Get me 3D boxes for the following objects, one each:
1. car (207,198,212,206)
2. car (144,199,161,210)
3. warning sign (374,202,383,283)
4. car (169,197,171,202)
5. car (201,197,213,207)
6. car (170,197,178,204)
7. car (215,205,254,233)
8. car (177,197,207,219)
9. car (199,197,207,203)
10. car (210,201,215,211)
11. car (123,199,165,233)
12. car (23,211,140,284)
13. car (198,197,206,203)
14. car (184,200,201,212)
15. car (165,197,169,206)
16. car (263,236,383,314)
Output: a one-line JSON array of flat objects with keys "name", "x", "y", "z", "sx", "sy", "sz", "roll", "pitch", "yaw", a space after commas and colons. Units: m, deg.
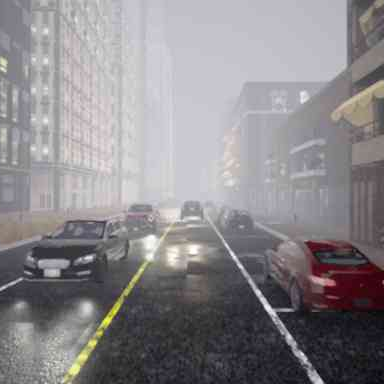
[{"name": "car", "x": 2.712, "y": 1.875, "z": 54.214, "sx": 1.802, "sy": 1.307, "sz": 4.206, "roll": 0, "pitch": 0, "yaw": 0}, {"name": "car", "x": -5.670, "y": 1.811, "z": 48.568, "sx": 2.008, "sy": 1.369, "sz": 4.403, "roll": 0, "pitch": 0, "yaw": 0}, {"name": "warning sign", "x": 5.069, "y": 1.156, "z": 7.522, "sx": 1.300, "sy": 1.860, "sz": 1.060, "roll": 0, "pitch": 0, "yaw": 0}, {"name": "car", "x": -5.657, "y": 2.058, "z": 88.107, "sx": 1.947, "sy": 1.339, "sz": 4.313, "roll": 0, "pitch": 0, "yaw": 0}, {"name": "car", "x": 2.714, "y": 1.766, "z": 59.863, "sx": 1.967, "sy": 1.590, "sz": 4.097, "roll": 0, "pitch": 0, "yaw": 0}, {"name": "car", "x": -2.974, "y": 1.890, "z": 71.283, "sx": 2.033, "sy": 1.411, "sz": 5.357, "roll": 0, "pitch": 0, "yaw": 0}, {"name": "car", "x": 2.699, "y": 1.658, "z": 20.323, "sx": 2.008, "sy": 1.369, "sz": 4.403, "roll": 0, "pitch": 0, "yaw": 0}, {"name": "car", "x": 0.018, "y": 1.513, "z": 30.552, "sx": 2.097, "sy": 1.767, "sz": 4.553, "roll": 0, "pitch": 0, "yaw": 0}, {"name": "car", "x": 2.722, "y": 1.985, "z": 82.626, "sx": 1.752, "sy": 1.417, "sz": 4.829, "roll": 0, "pitch": 0, "yaw": 0}, {"name": "car", "x": 2.702, "y": 1.688, "z": 25.971, "sx": 2.008, "sy": 1.369, "sz": 4.403, "roll": 0, "pitch": 0, "yaw": 0}, {"name": "car", "x": -3.080, "y": 1.459, "z": 20.493, "sx": 2.097, "sy": 1.767, "sz": 4.553, "roll": 0, "pitch": 0, "yaw": 0}, {"name": "car", "x": -3.091, "y": 1.543, "z": 9.828, "sx": 2.128, "sy": 1.511, "sz": 4.902, "roll": 0, "pitch": 0, "yaw": 0}, {"name": "car", "x": 2.725, "y": 2.059, "z": 88.105, "sx": 1.947, "sy": 1.339, "sz": 4.313, "roll": 0, "pitch": 0, "yaw": 0}, {"name": "car", "x": 0.044, "y": 1.776, "z": 42.858, "sx": 2.033, "sy": 1.411, "sz": 5.357, "roll": 0, "pitch": 0, "yaw": 1}, {"name": "car", "x": -5.666, "y": 1.869, "z": 59.866, "sx": 1.887, "sy": 1.381, "sz": 4.507, "roll": 0, "pitch": 0, "yaw": 0}, {"name": "car", "x": 2.745, "y": 1.622, "z": 7.406, "sx": 1.802, "sy": 1.307, "sz": 4.206, "roll": 0, "pitch": 0, "yaw": 0}]
